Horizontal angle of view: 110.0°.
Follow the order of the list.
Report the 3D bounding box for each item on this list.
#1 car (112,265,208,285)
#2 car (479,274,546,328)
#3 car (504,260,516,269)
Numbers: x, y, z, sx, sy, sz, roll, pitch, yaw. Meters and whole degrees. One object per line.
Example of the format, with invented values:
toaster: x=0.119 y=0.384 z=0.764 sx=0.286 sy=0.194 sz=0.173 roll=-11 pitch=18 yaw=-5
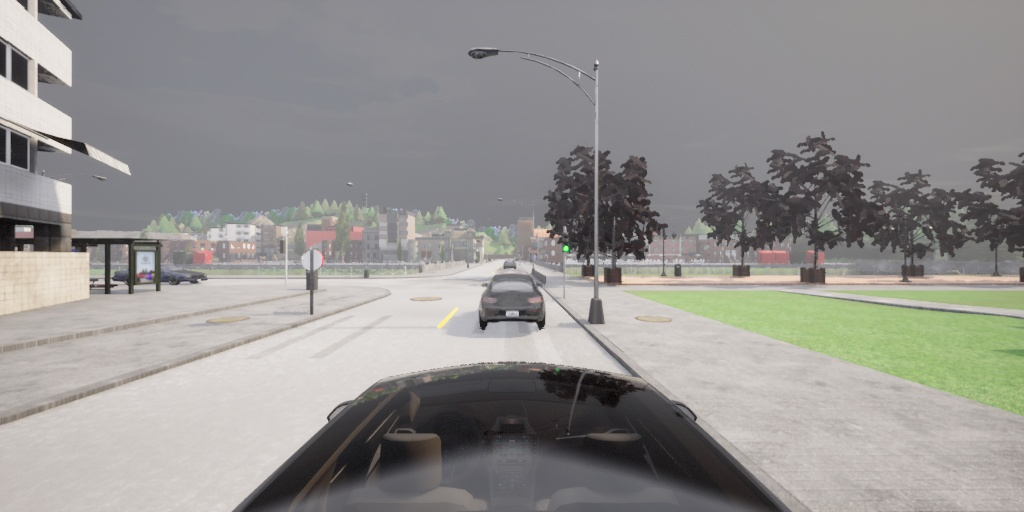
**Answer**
car: x=-24.725 y=1.316 z=25.256 sx=5.357 sy=1.411 sz=2.033 roll=0 pitch=0 yaw=0
car: x=0.000 y=1.284 z=11.251 sx=1.812 sy=1.442 sz=4.674 roll=0 pitch=0 yaw=0
car: x=-0.368 y=1.359 z=58.404 sx=1.994 sy=1.385 sz=4.181 roll=0 pitch=0 yaw=0
